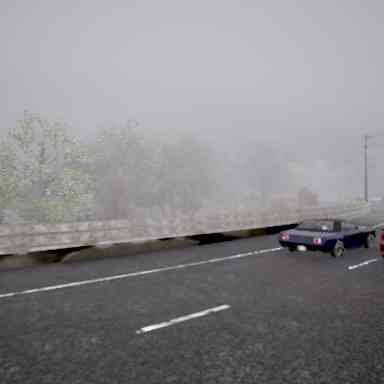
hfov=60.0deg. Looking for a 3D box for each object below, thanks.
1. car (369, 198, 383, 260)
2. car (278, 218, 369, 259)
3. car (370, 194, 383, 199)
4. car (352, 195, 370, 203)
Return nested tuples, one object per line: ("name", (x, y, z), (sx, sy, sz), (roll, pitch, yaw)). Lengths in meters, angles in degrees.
("car", (7.875, 1.274, 10.491), (5.566, 2.045, 2.150), (0, 0, -42))
("car", (5.456, 1.665, 13.012), (4.718, 1.301, 1.895), (0, 0, -42))
("car", (42.965, 1.765, 78.153), (1.812, 1.442, 4.674), (0, 0, 5))
("car", (39.491, 1.721, 78.582), (1.882, 1.535, 5.008), (0, 0, 5))
